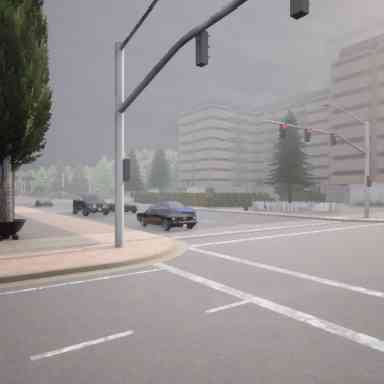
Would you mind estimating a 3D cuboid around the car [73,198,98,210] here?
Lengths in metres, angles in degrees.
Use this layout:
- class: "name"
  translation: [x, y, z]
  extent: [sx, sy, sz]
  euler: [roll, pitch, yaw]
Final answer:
- class: "car"
  translation: [-14.319, 1.526, 44.434]
  extent: [1.812, 1.442, 4.674]
  euler: [0, 0, -36]

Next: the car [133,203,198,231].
- class: "car"
  translation: [-1.658, 1.601, 20.816]
  extent: [1.895, 1.301, 4.718]
  euler: [0, 0, -35]

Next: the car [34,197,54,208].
- class: "car"
  translation: [-21.776, 1.525, 48.880]
  extent: [1.812, 1.442, 4.674]
  euler: [0, 0, -35]

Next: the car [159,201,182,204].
- class: "car"
  translation: [-1.630, 1.478, 26.809]
  extent: [1.882, 1.535, 5.008]
  euler: [0, 0, -36]

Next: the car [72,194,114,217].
- class: "car"
  translation: [-9.947, 1.222, 32.354]
  extent: [2.150, 2.045, 5.566]
  euler: [0, 0, -36]

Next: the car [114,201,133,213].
- class: "car"
  translation: [-7.458, 1.601, 34.888]
  extent: [1.895, 1.301, 4.718]
  euler: [0, 0, -36]
